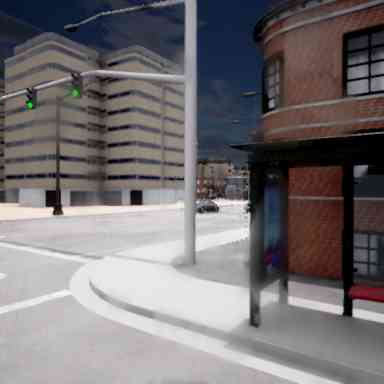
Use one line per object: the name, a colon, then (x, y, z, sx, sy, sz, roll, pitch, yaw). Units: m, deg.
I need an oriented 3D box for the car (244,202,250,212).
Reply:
car: (7.572, 1.491, 36.578, 2.033, 1.411, 5.357, 0, 0, 35)

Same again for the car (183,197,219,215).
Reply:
car: (0.958, 1.489, 33.481, 1.994, 1.385, 4.181, 0, 0, 35)
